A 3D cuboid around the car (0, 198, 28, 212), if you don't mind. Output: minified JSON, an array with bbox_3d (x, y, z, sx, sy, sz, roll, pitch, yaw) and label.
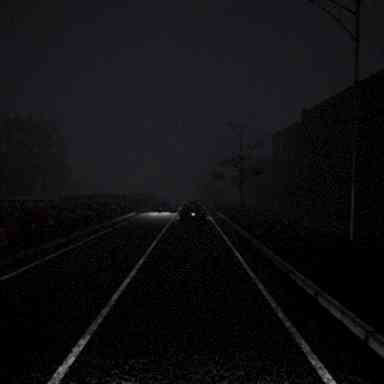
[{"bbox_3d":[-22.013,1.446,38.646,4.892,1.521,2.231,0,0,0],"label":"car"}]

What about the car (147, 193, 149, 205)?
[{"bbox_3d":[-8.973,1.318,47.449,4.553,1.767,2.185,0,0,0],"label":"car"}]

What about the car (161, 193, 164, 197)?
[{"bbox_3d":[-9.009,1.447,69.883,4.792,1.488,2.163,0,0,0],"label":"car"}]

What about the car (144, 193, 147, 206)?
[{"bbox_3d":[-8.904,1.193,41.842,5.566,2.045,2.435,0,0,0],"label":"car"}]

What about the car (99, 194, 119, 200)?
[{"bbox_3d":[-22.096,1.280,88.616,4.892,1.521,2.231,0,0,0],"label":"car"}]

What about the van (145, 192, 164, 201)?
[{"bbox_3d":[-9.115,1.114,81.096,4.442,1.987,1.878,0,0,0],"label":"van"}]

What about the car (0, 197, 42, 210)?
[{"bbox_3d":[-21.827,1.441,41.423,5.366,1.575,1.946,0,0,0],"label":"car"}]

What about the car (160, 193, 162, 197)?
[{"bbox_3d":[-8.972,1.468,67.075,4.674,1.452,2.002,0,0,0],"label":"car"}]

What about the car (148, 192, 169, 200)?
[{"bbox_3d":[-8.983,1.021,89.505,5.566,2.045,2.435,0,0,0],"label":"car"}]

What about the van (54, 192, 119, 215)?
[{"bbox_3d":[-8.793,1.220,27.826,4.442,1.987,1.878,0,0,0],"label":"van"}]

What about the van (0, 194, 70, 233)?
[{"bbox_3d":[-8.775,1.221,16.613,4.442,1.987,1.878,0,0,0],"label":"van"}]

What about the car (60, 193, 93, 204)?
[{"bbox_3d":[-22.020,1.185,63.629,5.566,2.045,2.435,0,0,0],"label":"car"}]

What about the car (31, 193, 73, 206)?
[{"bbox_3d":[-22.059,1.192,52.525,5.566,2.045,2.435,0,0,0],"label":"car"}]

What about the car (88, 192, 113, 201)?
[{"bbox_3d":[-22.047,1.094,80.287,5.566,2.045,2.435,0,0,0],"label":"car"}]

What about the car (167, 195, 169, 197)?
[{"bbox_3d":[-8.822,1.292,86.704,5.366,1.575,1.946,0,0,0],"label":"car"}]

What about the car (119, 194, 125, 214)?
[{"bbox_3d":[-8.946,1.320,30.629,4.553,1.767,2.185,0,0,0],"label":"car"}]

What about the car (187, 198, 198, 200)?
[{"bbox_3d":[0.086,1.493,42.004,1.812,1.442,4.674,0,0,0],"label":"car"}]

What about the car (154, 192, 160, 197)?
[{"bbox_3d":[-8.933,1.191,58.663,5.566,2.045,2.435,0,0,0],"label":"car"}]

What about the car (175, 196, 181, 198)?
[{"bbox_3d":[-3.273,1.266,78.322,1.994,1.385,4.181,0,0,0],"label":"car"}]

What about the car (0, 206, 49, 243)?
[{"bbox_3d":[-8.916,1.477,13.809,4.792,1.488,2.163,0,0,0],"label":"car"}]

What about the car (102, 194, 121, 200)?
[{"bbox_3d":[-22.123,1.287,91.391,4.792,1.488,2.163,0,0,0],"label":"car"}]

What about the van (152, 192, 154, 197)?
[{"bbox_3d":[-9.073,1.217,55.859,4.442,1.987,1.878,0,0,0],"label":"van"}]

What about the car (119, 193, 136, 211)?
[{"bbox_3d":[-8.892,1.319,36.236,4.553,1.767,2.185,0,0,0],"label":"car"}]

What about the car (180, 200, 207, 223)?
[{"bbox_3d":[0.093,1.537,25.328,1.994,1.385,4.181,0,0,0],"label":"car"}]

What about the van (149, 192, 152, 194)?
[{"bbox_3d":[-9.068,1.217,53.055,4.442,1.987,1.878,0,0,0],"label":"van"}]

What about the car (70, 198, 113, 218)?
[{"bbox_3d":[-8.900,1.446,25.023,5.008,1.535,2.097,0,0,0],"label":"car"}]

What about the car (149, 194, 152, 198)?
[{"bbox_3d":[-8.940,1.445,50.252,4.892,1.521,2.231,0,0,0],"label":"car"}]

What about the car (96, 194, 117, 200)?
[{"bbox_3d":[-22.091,1.301,85.840,5.008,1.535,2.097,0,0,0],"label":"car"}]

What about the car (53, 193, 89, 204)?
[{"bbox_3d":[-22.073,1.191,60.852,5.566,2.045,2.435,0,0,0],"label":"car"}]

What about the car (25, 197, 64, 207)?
[{"bbox_3d":[-21.997,1.473,49.750,4.792,1.488,2.163,0,0,0],"label":"car"}]

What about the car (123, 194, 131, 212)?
[{"bbox_3d":[-8.888,1.320,33.432,4.553,1.767,2.185,0,0,0],"label":"car"}]

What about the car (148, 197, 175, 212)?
[{"bbox_3d":[-3.355,1.533,37.136,1.994,1.385,4.181,0,0,0],"label":"car"}]

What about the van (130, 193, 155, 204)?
[{"bbox_3d":[-9.082,1.216,61.463,4.442,1.987,1.878,0,0,0],"label":"van"}]

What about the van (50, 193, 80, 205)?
[{"bbox_3d":[-22.156,1.217,58.076,4.442,1.987,1.878,0,0,0],"label":"van"}]

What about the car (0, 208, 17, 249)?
[{"bbox_3d":[-9.068,1.445,11.006,5.366,1.575,1.946,0,0,0],"label":"car"}]

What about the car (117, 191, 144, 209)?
[{"bbox_3d":[-8.900,1.193,39.039,5.566,2.045,2.435,0,0,0],"label":"car"}]

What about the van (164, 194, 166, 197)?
[{"bbox_3d":[-8.872,1.157,75.486,4.442,1.987,1.878,0,0,0],"label":"van"}]

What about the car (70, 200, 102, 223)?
[{"bbox_3d":[-8.871,1.476,22.220,4.792,1.488,2.163,0,0,0],"label":"car"}]

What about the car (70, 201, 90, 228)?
[{"bbox_3d":[-8.867,1.476,19.416,4.792,1.488,2.163,0,0,0],"label":"car"}]
